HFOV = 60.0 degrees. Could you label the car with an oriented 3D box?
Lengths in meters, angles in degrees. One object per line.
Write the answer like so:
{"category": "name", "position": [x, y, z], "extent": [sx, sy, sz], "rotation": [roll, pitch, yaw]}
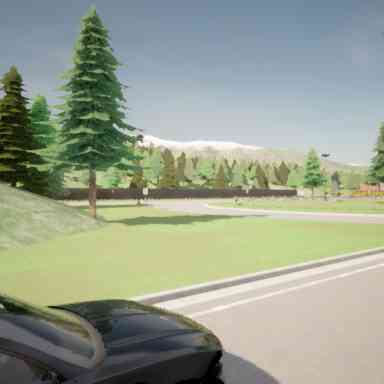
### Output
{"category": "car", "position": [-1.962, 1.478, 2.342], "extent": [5.008, 1.535, 1.882], "rotation": [1, 0, -36]}
